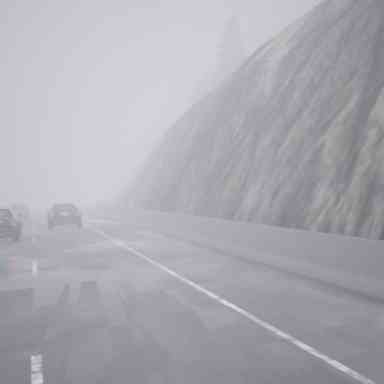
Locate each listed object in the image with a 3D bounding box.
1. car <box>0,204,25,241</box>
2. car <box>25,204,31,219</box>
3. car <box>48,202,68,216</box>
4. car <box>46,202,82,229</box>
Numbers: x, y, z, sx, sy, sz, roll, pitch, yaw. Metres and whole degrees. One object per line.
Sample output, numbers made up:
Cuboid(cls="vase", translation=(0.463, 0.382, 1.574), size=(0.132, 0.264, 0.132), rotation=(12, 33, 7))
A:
Cuboid(cls="car", translation=(-10.034, 1.539, 17.260), size=(2.097, 1.767, 4.553), rotation=(-1, 0, -26))
Cuboid(cls="car", translation=(-16.739, 1.869, 32.107), size=(2.033, 1.411, 5.357), rotation=(-1, 0, -22))
Cuboid(cls="car", translation=(-15.018, 1.885, 37.327), size=(1.994, 1.385, 4.181), rotation=(-1, 0, -21))
Cuboid(cls="car", translation=(-9.135, 1.550, 23.546), size=(2.097, 1.767, 4.553), rotation=(-1, 0, -25))
